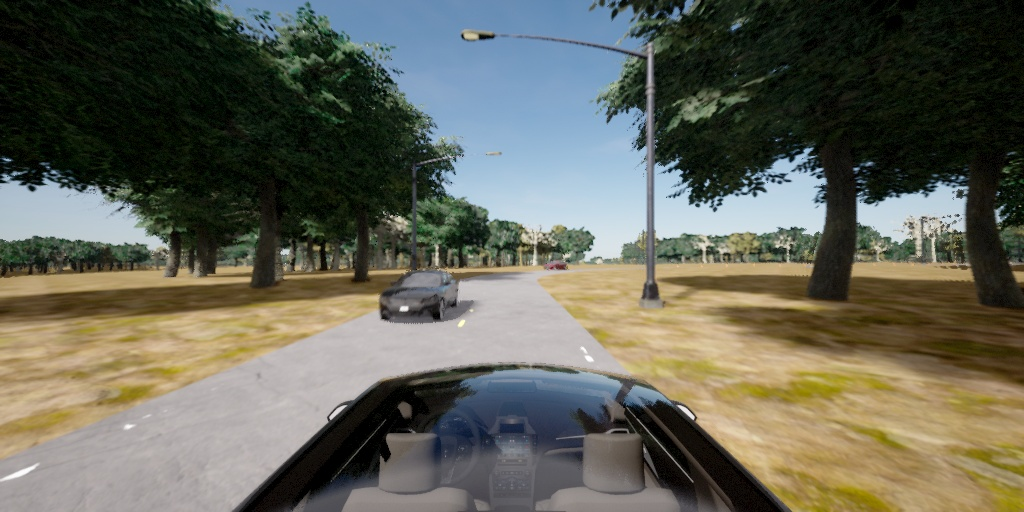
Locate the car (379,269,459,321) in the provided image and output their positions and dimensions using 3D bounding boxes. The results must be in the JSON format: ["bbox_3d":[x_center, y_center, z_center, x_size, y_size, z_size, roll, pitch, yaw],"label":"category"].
[{"bbox_3d":[-3.090,1.246,12.792,1.882,1.535,5.008,0,0,0],"label":"car"}]

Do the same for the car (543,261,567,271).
[{"bbox_3d":[6.760,1.501,55.666,1.882,1.535,5.008,-1,-1,38],"label":"car"}]
